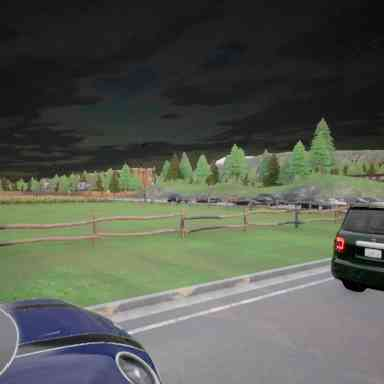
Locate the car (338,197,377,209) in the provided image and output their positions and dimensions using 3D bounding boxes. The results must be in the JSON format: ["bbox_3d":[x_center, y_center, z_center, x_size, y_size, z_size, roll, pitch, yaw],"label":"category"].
[{"bbox_3d":[23.479,1.526,47.286,1.812,1.442,4.674,0,0,-37],"label":"car"}]

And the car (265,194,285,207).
[{"bbox_3d":[11.435,1.477,51.865,1.882,1.535,5.008,0,0,-36],"label":"car"}]

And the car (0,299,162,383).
[{"bbox_3d":[-2.384,1.352,2.040,4.553,1.767,2.097,0,0,-36],"label":"car"}]

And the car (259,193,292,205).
[{"bbox_3d":[13.271,1.218,55.289,2.150,2.045,5.566,0,0,-36],"label":"car"}]

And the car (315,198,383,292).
[{"bbox_3d":[5.510,1.221,7.701,5.566,2.045,2.150,0,0,-36],"label":"car"}]

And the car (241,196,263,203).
[{"bbox_3d":[12.317,1.549,68.568,1.994,1.385,4.181,0,0,-36],"label":"car"}]

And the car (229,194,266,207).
[{"bbox_3d":[8.339,1.503,50.170,1.837,1.490,4.892,0,1,-36],"label":"car"}]

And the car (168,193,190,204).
[{"bbox_3d":[-2.580,1.227,65.188,2.150,2.045,5.566,0,0,-36],"label":"car"}]

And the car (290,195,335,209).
[{"bbox_3d":[15.053,1.505,41.020,1.837,1.490,4.892,0,0,-36],"label":"car"}]

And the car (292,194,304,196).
[{"bbox_3d":[17.468,1.491,55.484,2.128,1.511,4.902,0,0,-36],"label":"car"}]

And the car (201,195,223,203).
[{"bbox_3d":[4.034,1.477,67.993,1.882,1.535,5.008,0,0,-36],"label":"car"}]

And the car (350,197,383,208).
[{"bbox_3d":[26.500,1.547,49.087,2.033,1.411,5.357,0,0,-36],"label":"car"}]

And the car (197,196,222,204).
[{"bbox_3d":[3.114,1.547,63.268,2.033,1.411,5.357,0,0,-36],"label":"car"}]

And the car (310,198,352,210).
[{"bbox_3d":[17.921,1.526,43.028,1.812,1.442,4.674,0,0,-36],"label":"car"}]

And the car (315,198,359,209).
[{"bbox_3d":[20.010,1.547,46.095,2.033,1.411,5.357,0,0,-36],"label":"car"}]
